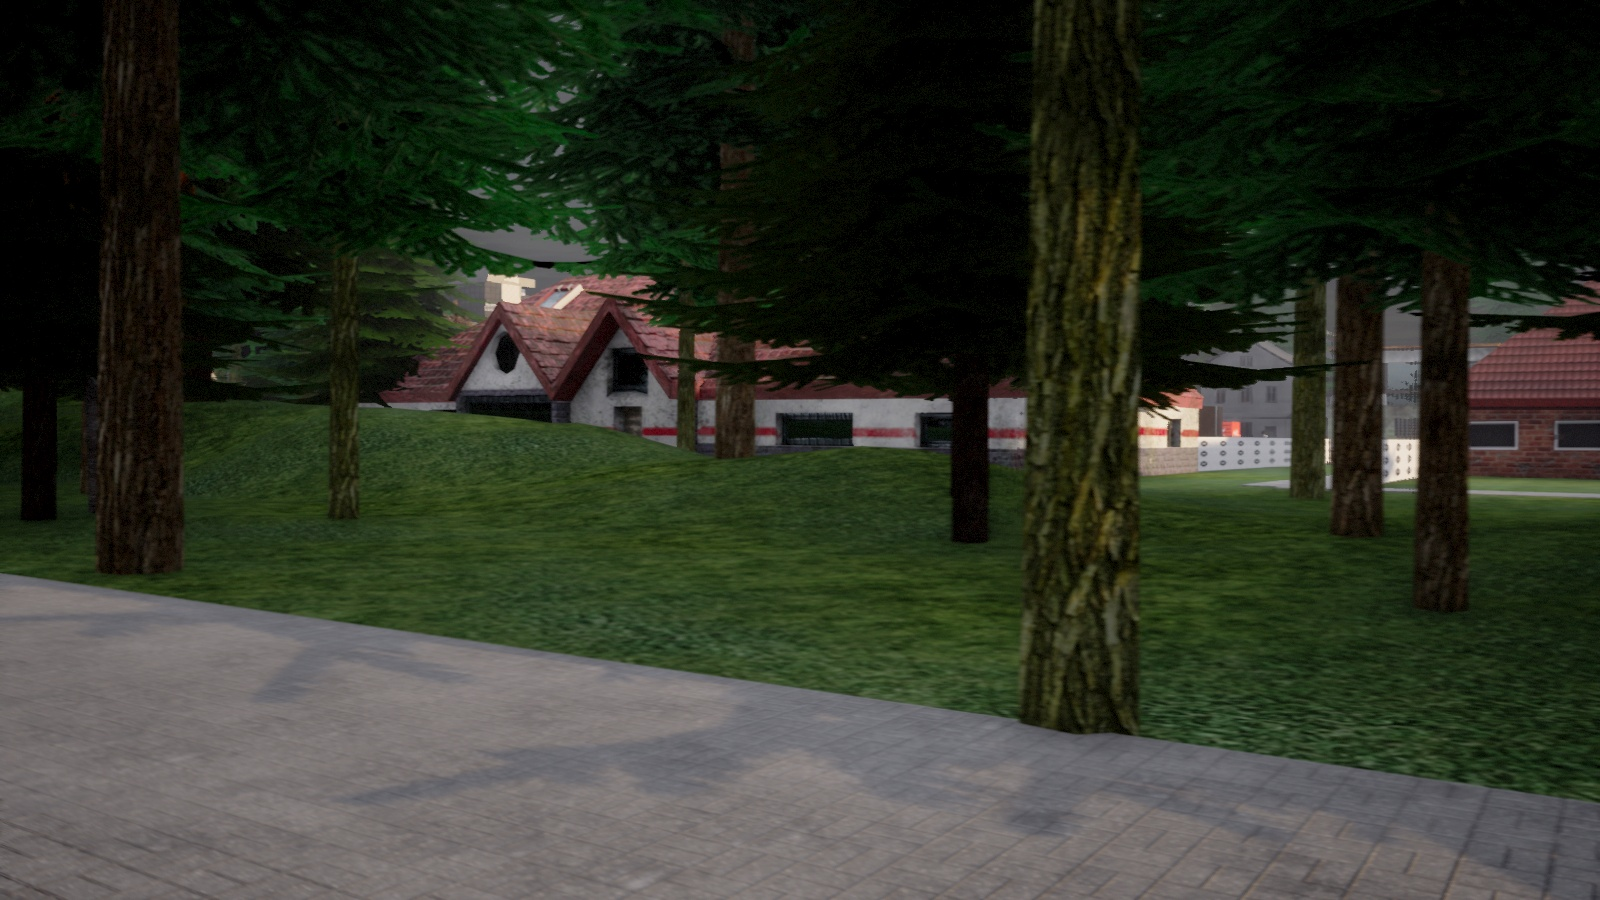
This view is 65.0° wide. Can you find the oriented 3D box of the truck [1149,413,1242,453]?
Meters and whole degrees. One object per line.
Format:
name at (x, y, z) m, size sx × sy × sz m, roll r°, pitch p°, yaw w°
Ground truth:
truck at (25.540, -1.093, 81.084) m, size 5.204 × 2.467 × 2.627 m, roll 0°, pitch 1°, yaw 34°
